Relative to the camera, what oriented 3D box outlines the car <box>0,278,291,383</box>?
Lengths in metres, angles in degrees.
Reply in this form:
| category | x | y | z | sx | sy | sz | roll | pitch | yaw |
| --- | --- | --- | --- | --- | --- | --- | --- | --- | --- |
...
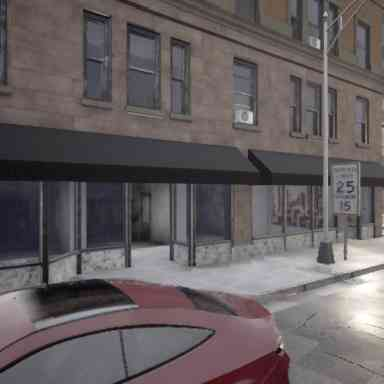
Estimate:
| category | x | y | z | sx | sy | sz | roll | pitch | yaw |
| --- | --- | --- | --- | --- | --- | --- | --- | --- | --- |
| car | -1.199 | 1.525 | 2.507 | 4.674 | 1.442 | 1.812 | 0 | 0 | -35 |
